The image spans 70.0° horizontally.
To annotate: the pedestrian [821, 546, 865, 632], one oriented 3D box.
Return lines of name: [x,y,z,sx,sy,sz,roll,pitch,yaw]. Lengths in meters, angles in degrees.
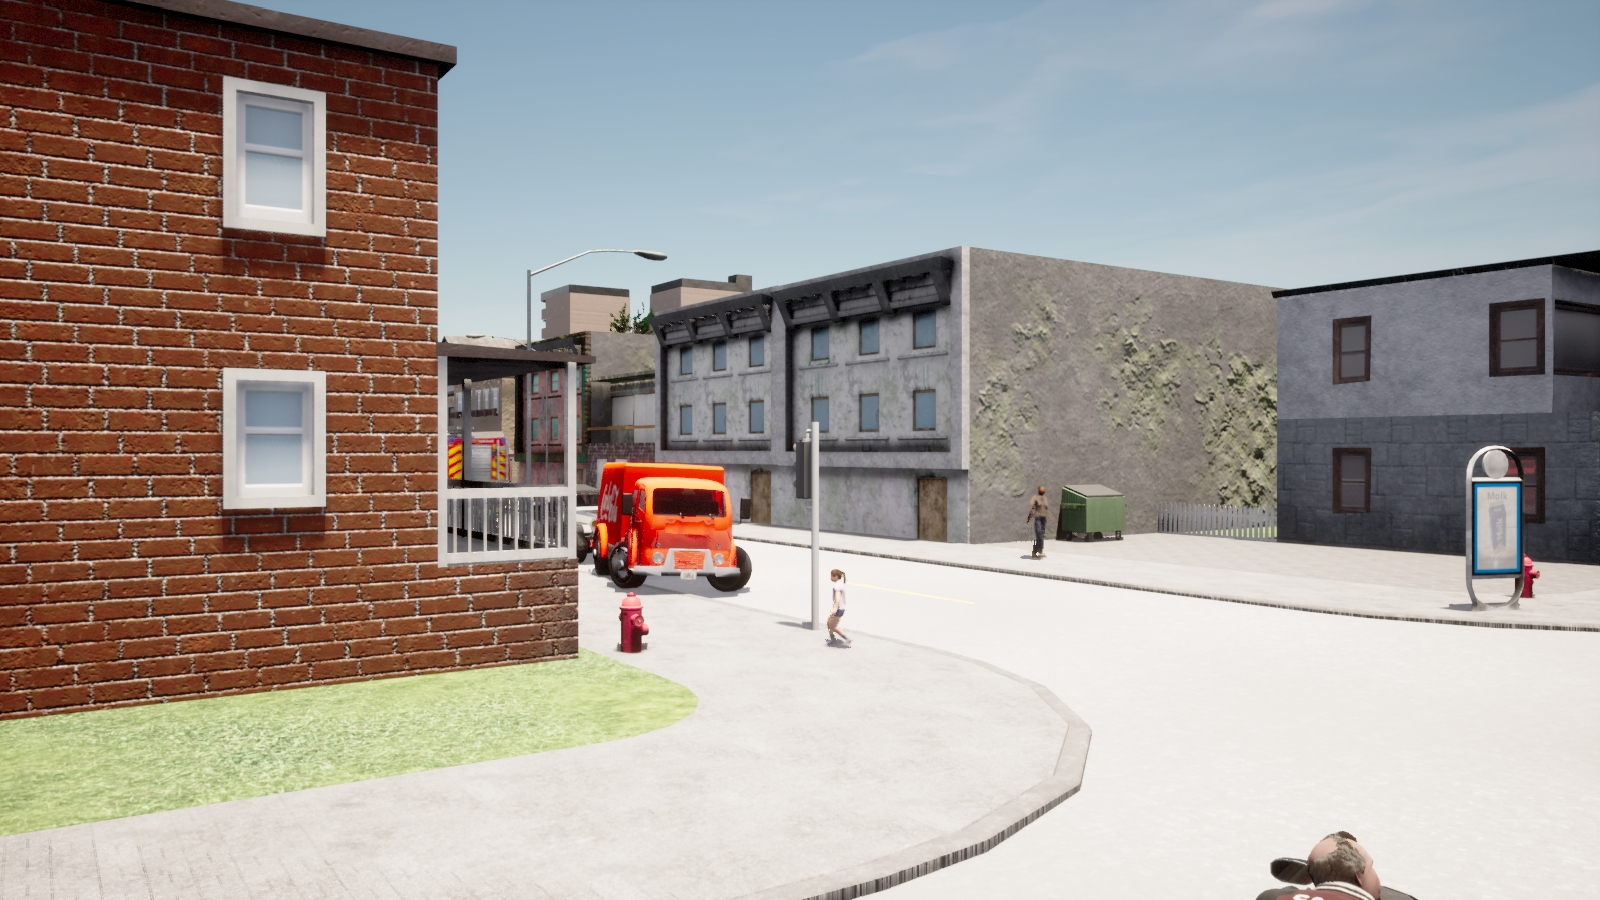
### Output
pedestrian: [0.594,1.897,15.673,0.500,1.100,0.500,0,0,15]

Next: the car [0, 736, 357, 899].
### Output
car: [-3.075,1.808,2.381,3.705,1.549,1.789,0,0,-34]

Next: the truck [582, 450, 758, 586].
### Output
truck: [-2.868,1.294,23.855,2.627,2.467,5.204,3,-1,-17]

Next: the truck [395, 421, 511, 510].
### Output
truck: [-16.347,0.671,53.412,2.891,3.827,8.468,0,0,-33]

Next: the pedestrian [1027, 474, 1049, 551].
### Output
pedestrian: [5.844,1.525,28.077,0.375,1.860,0.375,0,0,-25]
